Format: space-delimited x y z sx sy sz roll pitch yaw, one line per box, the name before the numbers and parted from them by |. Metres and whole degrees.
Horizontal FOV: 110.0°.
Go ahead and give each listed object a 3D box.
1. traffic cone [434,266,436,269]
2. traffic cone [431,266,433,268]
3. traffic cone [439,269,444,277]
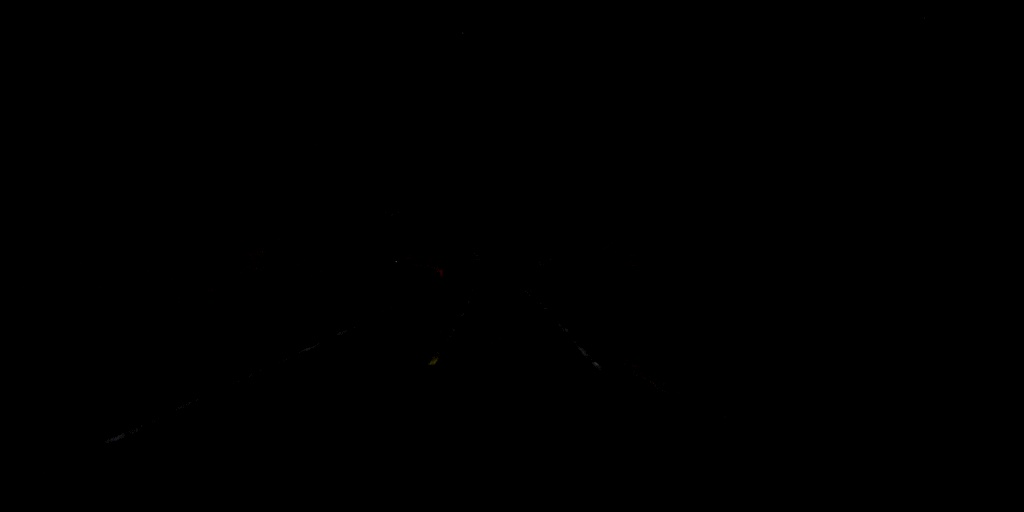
traffic cone | -11.545 1.864 55.528 0.340 0.580 0.340 0 0 -16
traffic cone | -12.965 1.883 60.249 0.340 0.580 0.340 0 0 -17
traffic cone | -7.098 1.806 36.324 0.340 0.580 0.340 0 0 -10
